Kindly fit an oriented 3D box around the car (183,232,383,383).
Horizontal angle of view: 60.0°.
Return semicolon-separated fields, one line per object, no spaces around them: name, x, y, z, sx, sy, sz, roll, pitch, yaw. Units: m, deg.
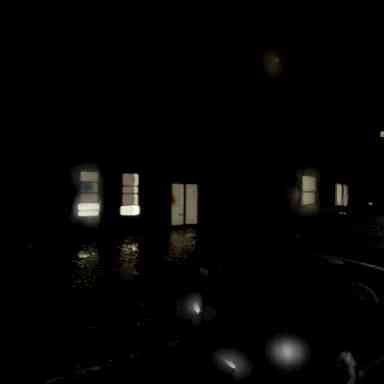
car;2.224;1.574;4.966;4.718;1.301;1.895;0;0;-36

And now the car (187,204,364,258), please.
car;2.296;1.277;8.177;5.009;1.841;2.192;0;1;-35
